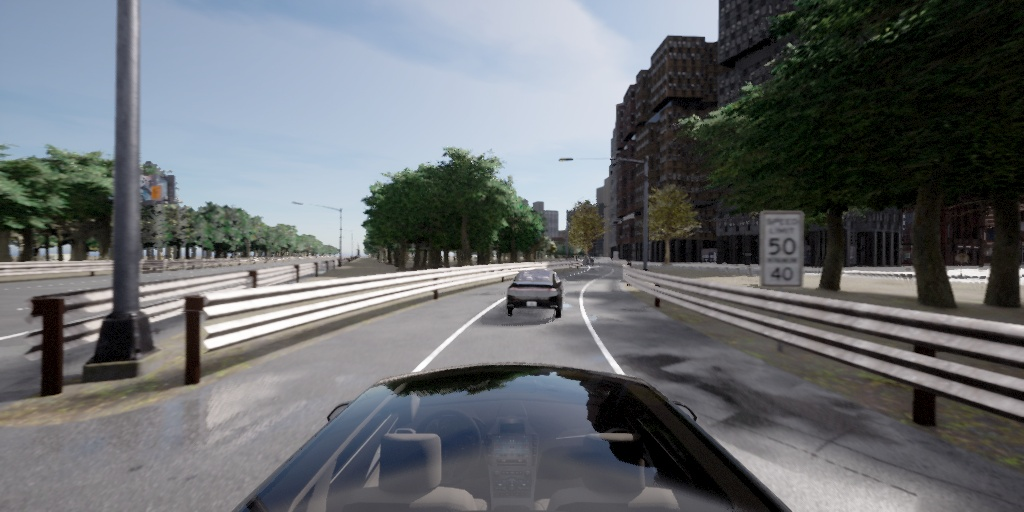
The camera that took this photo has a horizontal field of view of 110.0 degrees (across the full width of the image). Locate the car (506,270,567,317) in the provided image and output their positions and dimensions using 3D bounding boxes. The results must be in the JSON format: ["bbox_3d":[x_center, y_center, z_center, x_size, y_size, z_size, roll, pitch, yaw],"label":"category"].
[{"bbox_3d":[0.969,1.250,13.362,2.128,1.511,4.902,0,0,9],"label":"car"}]
